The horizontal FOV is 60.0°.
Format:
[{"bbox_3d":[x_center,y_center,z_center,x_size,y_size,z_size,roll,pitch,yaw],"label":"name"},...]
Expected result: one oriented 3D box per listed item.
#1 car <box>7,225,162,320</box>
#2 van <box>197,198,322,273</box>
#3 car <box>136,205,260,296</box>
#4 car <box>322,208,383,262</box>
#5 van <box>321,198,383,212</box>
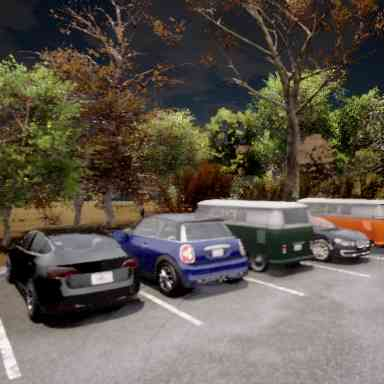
[{"bbox_3d":[-2.886,1.513,7.570,2.163,1.488,4.792,0,0,-36],"label":"car"},{"bbox_3d":[1.660,1.270,10.918,1.878,1.987,4.442,0,0,-35],"label":"van"},{"bbox_3d":[-0.653,1.363,9.085,2.185,1.767,4.553,0,0,-35],"label":"car"},{"bbox_3d":[4.024,1.503,12.467,2.231,1.521,4.892,0,0,-35],"label":"car"},{"bbox_3d":[6.262,1.282,14.197,1.878,1.987,4.442,0,0,-35],"label":"van"}]
